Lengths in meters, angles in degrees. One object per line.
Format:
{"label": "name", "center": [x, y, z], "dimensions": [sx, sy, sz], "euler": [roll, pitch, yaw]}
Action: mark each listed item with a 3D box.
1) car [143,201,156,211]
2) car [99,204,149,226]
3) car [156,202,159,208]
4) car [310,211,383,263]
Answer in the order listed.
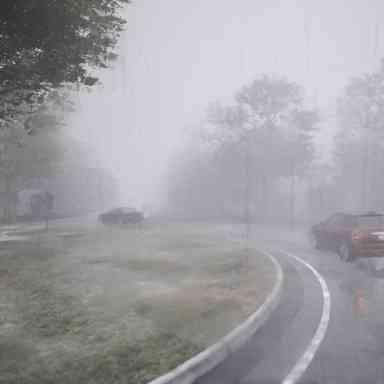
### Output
{"label": "car", "center": [-8.652, 2.798, 64.762], "dimensions": [1.882, 1.535, 5.008], "euler": [-1, -1, -1]}
{"label": "car", "center": [-6.353, 2.115, 29.418], "dimensions": [5.008, 1.535, 1.882], "euler": [-2, 0, 44]}
{"label": "car", "center": [-8.942, 2.965, 79.318], "dimensions": [2.033, 1.411, 5.357], "euler": [-1, -1, -1]}
{"label": "car", "center": [6.193, 1.512, 12.841], "dimensions": [2.097, 1.767, 4.553], "euler": [-1, -1, 1]}
